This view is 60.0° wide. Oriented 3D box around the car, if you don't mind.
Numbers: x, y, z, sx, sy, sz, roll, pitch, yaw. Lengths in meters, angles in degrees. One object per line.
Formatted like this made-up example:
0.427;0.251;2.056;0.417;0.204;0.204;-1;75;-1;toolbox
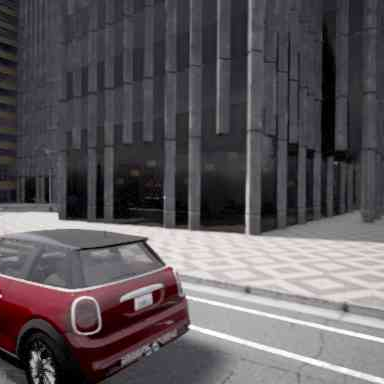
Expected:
-2.318;1.372;5.316;4.553;1.767;2.097;0;0;36;car
